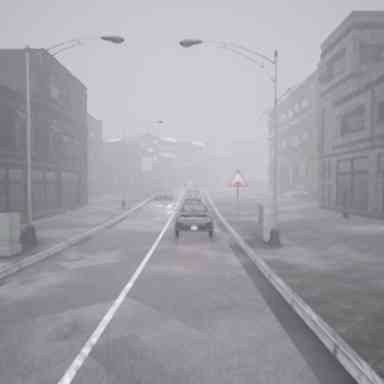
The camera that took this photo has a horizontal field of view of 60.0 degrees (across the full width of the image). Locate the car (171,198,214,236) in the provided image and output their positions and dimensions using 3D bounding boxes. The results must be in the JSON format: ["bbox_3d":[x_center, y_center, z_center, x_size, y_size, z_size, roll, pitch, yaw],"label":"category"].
[{"bbox_3d":[0.100,1.325,17.265,2.128,1.511,4.902,0,2,0],"label":"car"}]

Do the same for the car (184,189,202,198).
[{"bbox_3d":[0.107,0.374,36.424,2.033,1.411,5.357,1,3,0],"label":"car"}]

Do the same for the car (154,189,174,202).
[{"bbox_3d":[-3.087,0.322,37.778,1.994,1.385,4.181,0,4,0],"label":"car"}]
